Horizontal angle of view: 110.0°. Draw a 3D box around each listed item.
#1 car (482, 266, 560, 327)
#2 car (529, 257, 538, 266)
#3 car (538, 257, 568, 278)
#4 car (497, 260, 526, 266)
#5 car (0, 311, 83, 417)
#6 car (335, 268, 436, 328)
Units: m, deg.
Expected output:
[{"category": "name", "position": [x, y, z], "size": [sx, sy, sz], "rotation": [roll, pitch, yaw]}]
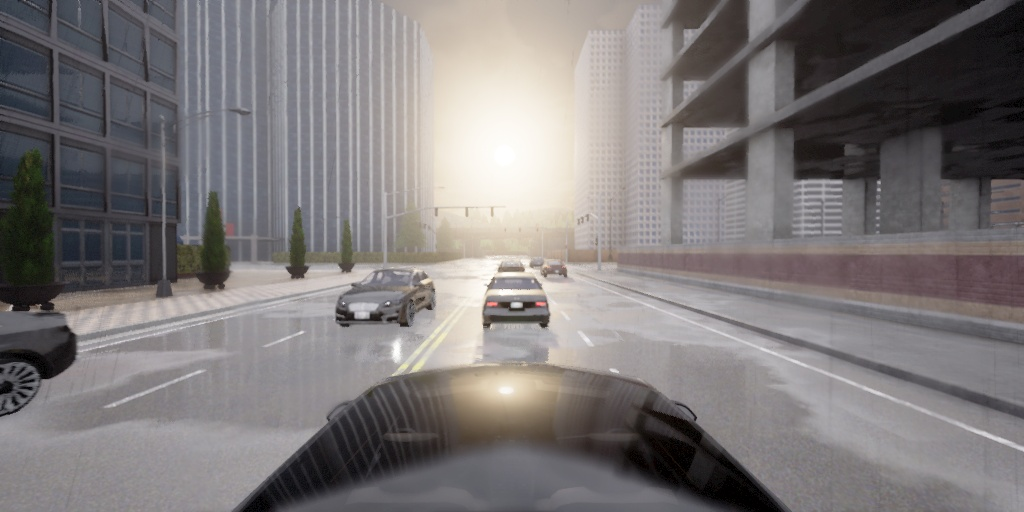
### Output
[{"category": "car", "position": [0.062, 1.201, 11.134], "size": [2.033, 1.411, 5.357], "rotation": [0, 1, -1]}, {"category": "car", "position": [3.344, 0.846, 47.291], "size": [1.994, 1.385, 4.181], "rotation": [0, 0, 0]}, {"category": "car", "position": [3.437, 0.989, 29.767], "size": [1.812, 1.442, 4.674], "rotation": [0, 1, 0]}, {"category": "car", "position": [-0.047, 0.988, 25.133], "size": [1.882, 1.535, 5.008], "rotation": [0, 1, 0]}, {"category": "car", "position": [-7.079, 1.227, 2.987], "size": [2.128, 1.511, 4.902], "rotation": [0, 1, 0]}, {"category": "car", "position": [-3.636, 1.145, 11.119], "size": [2.128, 1.511, 4.902], "rotation": [0, 1, 0]}]
